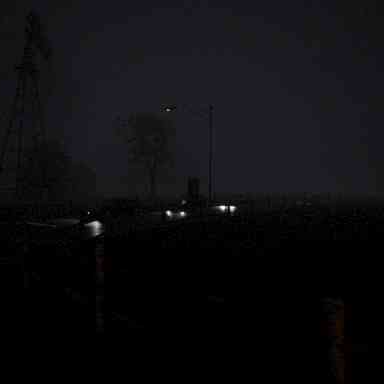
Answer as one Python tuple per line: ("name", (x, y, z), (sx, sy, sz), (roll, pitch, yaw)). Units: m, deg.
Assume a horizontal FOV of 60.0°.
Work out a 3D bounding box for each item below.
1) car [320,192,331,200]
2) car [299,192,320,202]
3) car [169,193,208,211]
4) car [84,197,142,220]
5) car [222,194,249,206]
("car", (24.746, 0.710, 62.554), (1.994, 1.385, 4.181), (1, 1, 36))
("car", (18.947, 0.800, 54.370), (1.812, 1.442, 4.674), (1, 2, 35))
("car", (-0.318, 0.924, 33.597), (2.097, 1.767, 4.553), (1, 2, 35))
("car", (-5.962, 1.207, 25.647), (1.837, 1.490, 4.892), (1, 2, 35))
("car", (5.458, 1.005, 41.742), (1.994, 1.385, 4.181), (1, 2, 35))
